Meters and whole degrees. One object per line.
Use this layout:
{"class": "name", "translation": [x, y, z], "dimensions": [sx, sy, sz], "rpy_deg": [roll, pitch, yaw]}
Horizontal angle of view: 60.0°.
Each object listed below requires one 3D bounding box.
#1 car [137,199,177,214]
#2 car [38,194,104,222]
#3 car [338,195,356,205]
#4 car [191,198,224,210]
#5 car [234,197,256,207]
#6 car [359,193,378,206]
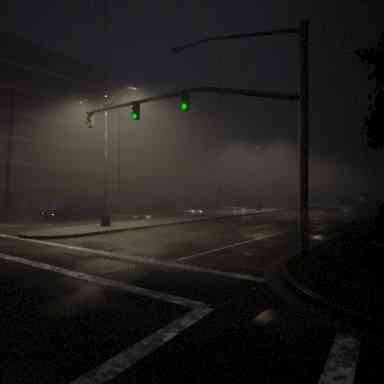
{"class": "car", "translation": [-3.669, 1.478, 35.215], "dimensions": [1.882, 1.535, 5.008], "rpy_deg": [0, 0, 36]}
{"class": "car", "translation": [-9.535, 1.222, 27.117], "dimensions": [2.150, 2.045, 5.566], "rpy_deg": [0, 0, 36]}
{"class": "car", "translation": [26.656, 1.352, 57.153], "dimensions": [2.097, 1.767, 4.553], "rpy_deg": [0, 0, 36]}
{"class": "car", "translation": [2.118, 1.547, 43.205], "dimensions": [2.033, 1.411, 5.357], "rpy_deg": [0, 0, 36]}
{"class": "car", "translation": [8.213, 1.506, 51.554], "dimensions": [1.837, 1.490, 4.892], "rpy_deg": [0, 0, 36]}
{"class": "car", "translation": [28.722, 1.221, 54.039], "dimensions": [2.150, 2.045, 5.566], "rpy_deg": [0, 0, 36]}
